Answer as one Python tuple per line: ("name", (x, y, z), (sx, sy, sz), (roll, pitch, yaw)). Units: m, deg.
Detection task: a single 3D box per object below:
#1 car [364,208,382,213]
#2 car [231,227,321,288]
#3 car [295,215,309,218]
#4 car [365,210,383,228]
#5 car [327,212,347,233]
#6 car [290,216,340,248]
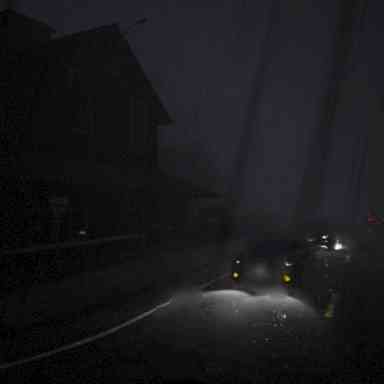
("car", (24.353, 3.097, 44.430), (2.150, 2.045, 5.566), (-3, -4, 27))
("car", (2.765, 2.058, 10.791), (1.994, 1.385, 4.181), (-3, -3, 27))
("car", (10.708, 2.951, 32.232), (1.816, 1.474, 4.193), (4, -1, 25))
("car", (19.747, 3.010, 35.468), (1.812, 1.442, 4.674), (-3, -4, 28))
("car", (12.469, 2.794, 29.377), (2.128, 1.511, 4.902), (-3, -3, 27))
("car", (7.352, 2.382, 19.586), (1.837, 1.490, 4.892), (-3, -3, 27))
